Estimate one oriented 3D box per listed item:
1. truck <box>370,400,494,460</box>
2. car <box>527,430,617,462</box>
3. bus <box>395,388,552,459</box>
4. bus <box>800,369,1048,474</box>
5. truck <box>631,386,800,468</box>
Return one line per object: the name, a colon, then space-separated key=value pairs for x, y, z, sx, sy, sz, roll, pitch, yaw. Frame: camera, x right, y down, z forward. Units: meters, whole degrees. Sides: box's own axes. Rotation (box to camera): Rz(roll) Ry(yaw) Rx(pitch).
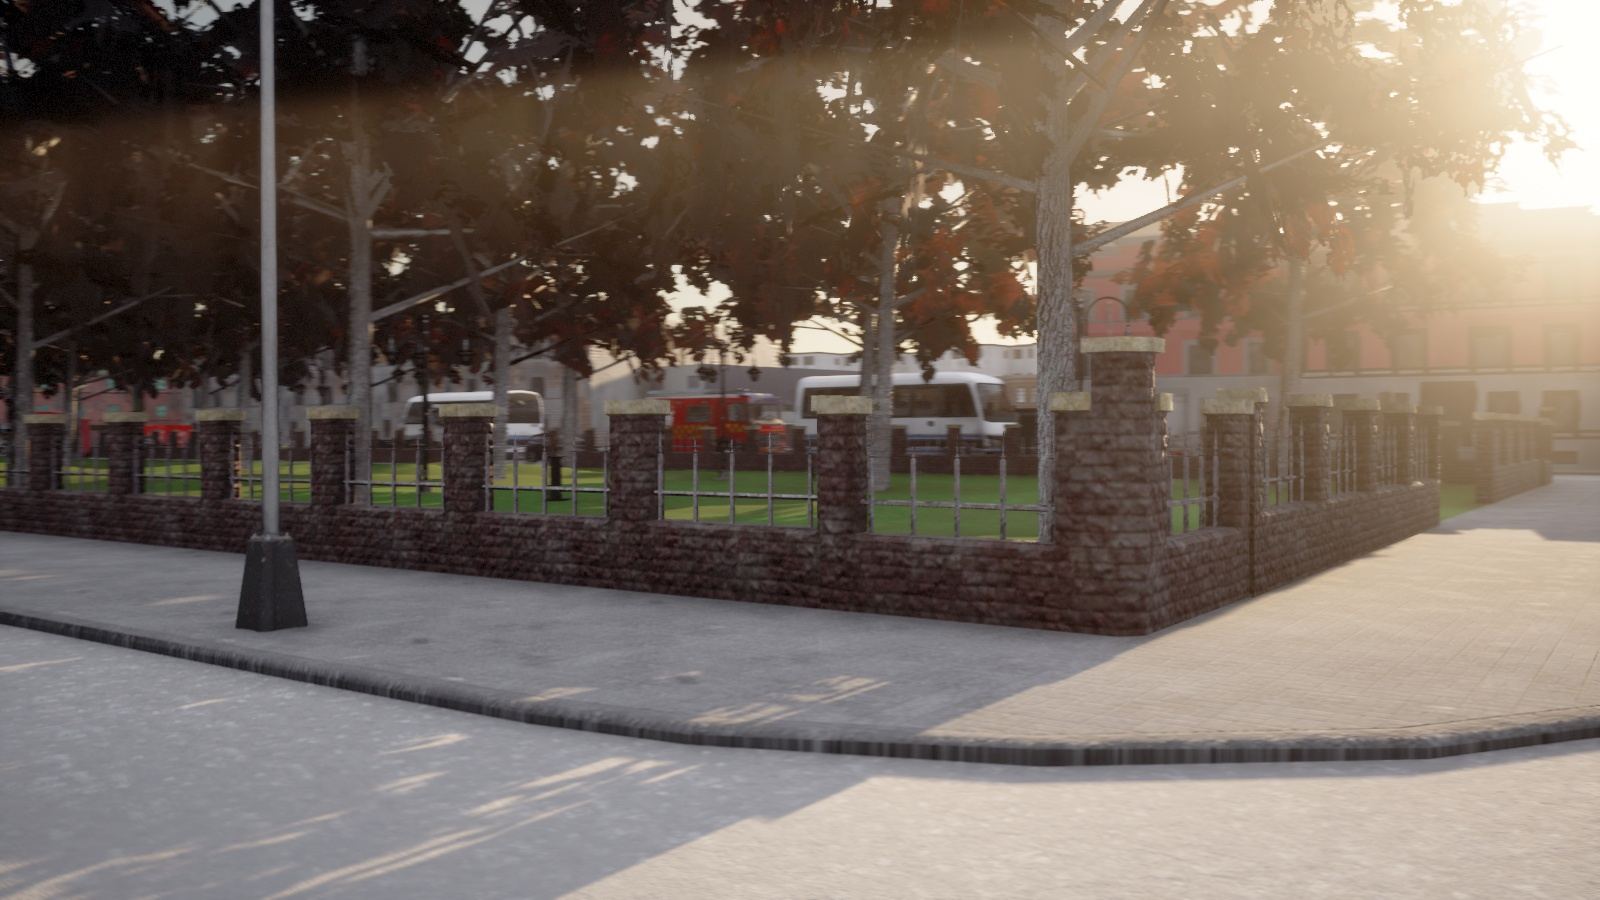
truck: x=-22.071 y=-1.198 z=75.164 sx=7.936 sy=3.462 sz=2.891 roll=1 pitch=1 yaw=36
car: x=-12.413 y=-0.239 z=68.176 sx=4.611 sy=1.667 sz=2.242 roll=1 pitch=1 yaw=36
bus: x=-20.665 y=-1.635 z=79.080 sx=10.273 sy=4.253 sz=3.944 roll=1 pitch=1 yaw=36
bus: x=5.329 y=-1.213 z=55.300 sx=10.273 sy=4.253 sz=3.944 roll=1 pitch=1 yaw=36
truck: x=-4.290 y=-1.135 z=62.280 sx=8.468 sy=3.827 sz=2.891 roll=1 pitch=1 yaw=36
